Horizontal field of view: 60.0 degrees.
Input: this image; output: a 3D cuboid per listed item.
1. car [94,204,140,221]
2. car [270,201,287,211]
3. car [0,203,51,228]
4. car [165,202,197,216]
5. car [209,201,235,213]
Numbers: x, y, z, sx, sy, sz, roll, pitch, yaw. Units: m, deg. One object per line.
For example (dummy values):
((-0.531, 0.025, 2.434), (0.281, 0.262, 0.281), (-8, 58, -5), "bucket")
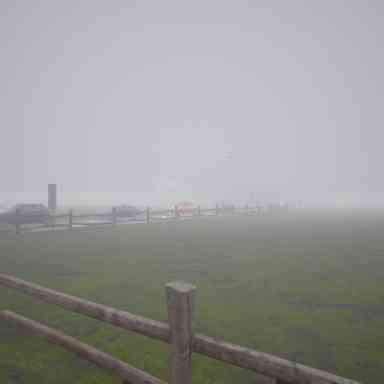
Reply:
((-7.213, 1.938, 32.339), (2.128, 1.511, 4.902), (-1, -1, 35), "car")
((15.478, 2.407, 59.372), (2.097, 1.767, 4.553), (-1, -1, 37), "car")
((-12.833, 1.622, 24.386), (2.097, 1.767, 4.553), (-1, -1, 35), "car")
((-1.312, 1.981, 40.684), (2.097, 1.767, 4.553), (-1, -1, 35), "car")
((4.386, 2.158, 48.699), (2.097, 1.767, 4.553), (-1, -1, 36), "car")
